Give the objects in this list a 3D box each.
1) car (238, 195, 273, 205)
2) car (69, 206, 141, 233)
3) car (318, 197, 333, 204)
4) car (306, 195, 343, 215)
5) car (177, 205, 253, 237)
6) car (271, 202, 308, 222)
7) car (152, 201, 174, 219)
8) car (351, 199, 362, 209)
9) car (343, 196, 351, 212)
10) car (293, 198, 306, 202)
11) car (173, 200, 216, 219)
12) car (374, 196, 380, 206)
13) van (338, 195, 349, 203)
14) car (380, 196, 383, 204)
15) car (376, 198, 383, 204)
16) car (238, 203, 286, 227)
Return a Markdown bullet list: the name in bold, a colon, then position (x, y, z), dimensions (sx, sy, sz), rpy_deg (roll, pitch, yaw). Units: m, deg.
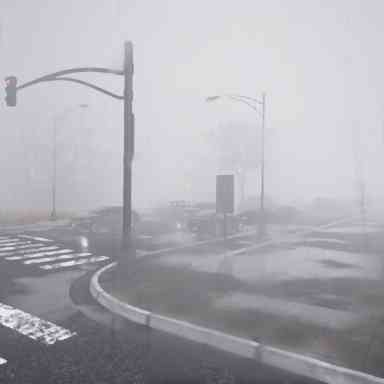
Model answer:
- **car**: position (7.135, 1.358, 36.784), dimensions (2.150, 2.045, 5.566), rpy_deg (1, 0, 36)
- **car**: position (-5.108, 1.564, 20.147), dimensions (1.812, 1.442, 4.674), rpy_deg (1, 0, 36)
- **car**: position (28.049, 1.849, 69.643), dimensions (1.947, 1.339, 4.313), rpy_deg (1, 0, 36)
- **car**: position (15.151, 1.569, 37.796), dimensions (2.192, 1.841, 5.009), rpy_deg (1, 0, 36)
- **car**: position (1.449, 1.696, 19.077), dimensions (2.008, 1.369, 4.403), rpy_deg (1, 0, 36)
- **car**: position (7.939, 1.779, 27.911), dimensions (1.802, 1.307, 4.206), rpy_deg (1, 0, 36)
- **car**: position (-1.637, 1.481, 29.463), dimensions (1.967, 1.590, 4.097), rpy_deg (1, 0, 36)
- **car**: position (24.942, 1.774, 51.264), dimensions (1.967, 1.590, 4.097), rpy_deg (1, 0, 36)
- **car**: position (18.410, 1.721, 42.289), dimensions (1.967, 1.590, 4.097), rpy_deg (1, 0, 36)
- **car**: position (18.087, 1.727, 56.088), dimensions (1.752, 1.417, 4.829), rpy_deg (1, 0, 36)
- **car**: position (0.894, 1.591, 28.311), dimensions (1.837, 1.490, 4.892), rpy_deg (1, 0, 36)
- **car**: position (34.903, 1.941, 64.820), dimensions (1.752, 1.417, 4.829), rpy_deg (1, 0, 36)
- **van**: position (37.912, 1.707, 83.063), dimensions (1.690, 1.788, 3.998), rpy_deg (1, 0, 36)
- **car**: position (41.380, 1.784, 73.629), dimensions (2.192, 1.841, 5.009), rpy_deg (1, 0, 36)
- **car**: position (44.664, 2.048, 78.102), dimensions (2.008, 1.369, 4.403), rpy_deg (1, 0, 36)
- **car**: position (4.695, 1.737, 23.495), dimensions (1.947, 1.339, 4.313), rpy_deg (1, 0, 36)
